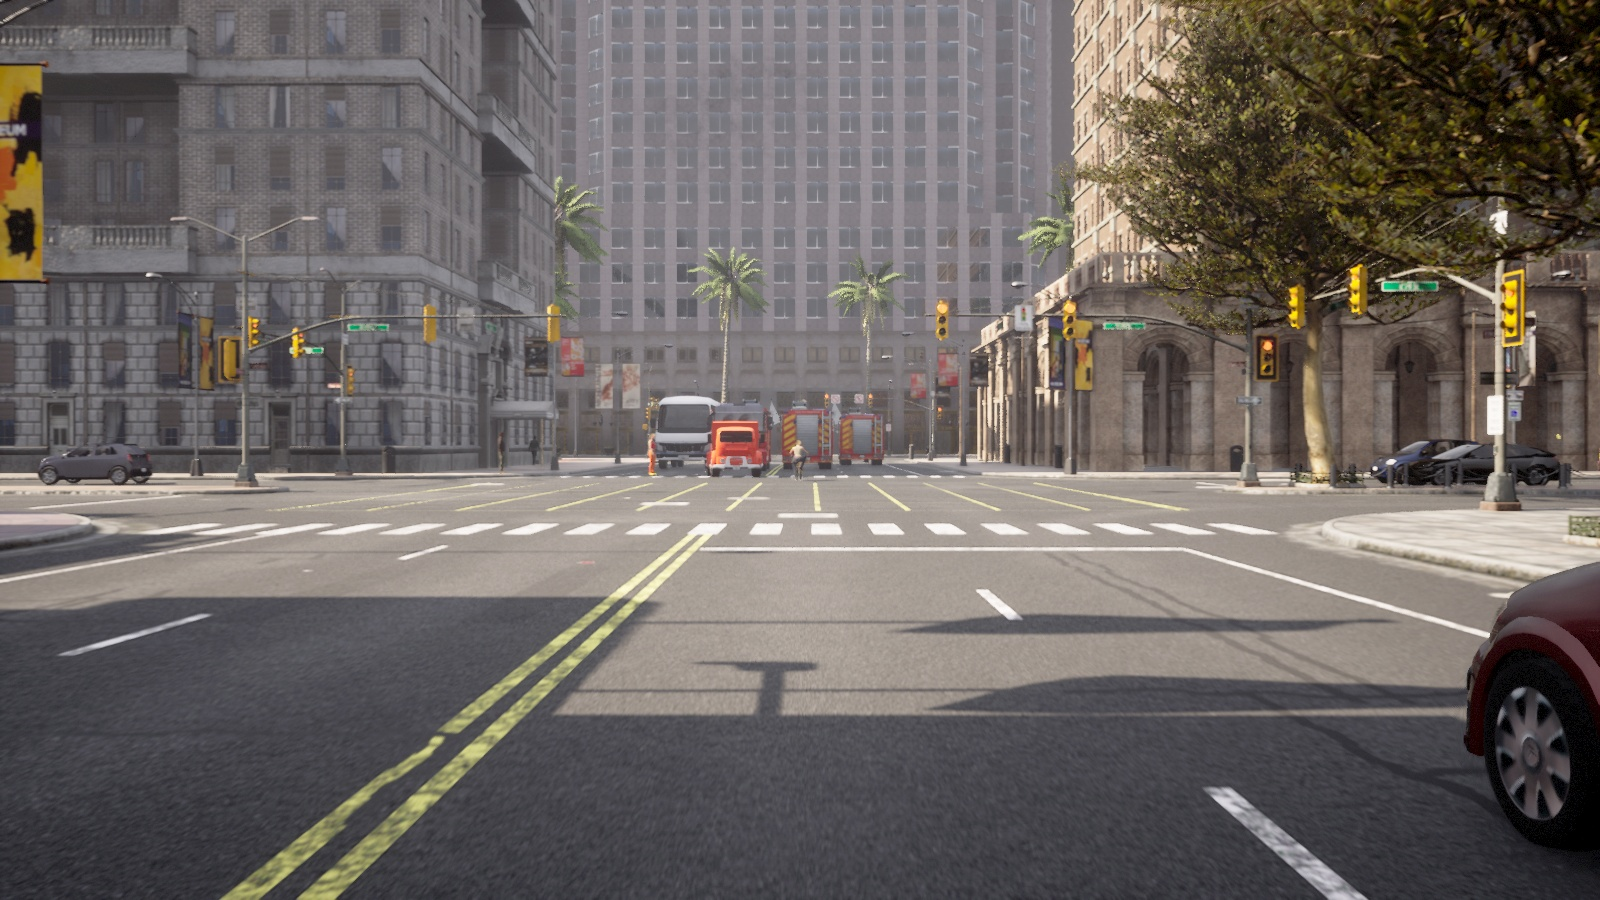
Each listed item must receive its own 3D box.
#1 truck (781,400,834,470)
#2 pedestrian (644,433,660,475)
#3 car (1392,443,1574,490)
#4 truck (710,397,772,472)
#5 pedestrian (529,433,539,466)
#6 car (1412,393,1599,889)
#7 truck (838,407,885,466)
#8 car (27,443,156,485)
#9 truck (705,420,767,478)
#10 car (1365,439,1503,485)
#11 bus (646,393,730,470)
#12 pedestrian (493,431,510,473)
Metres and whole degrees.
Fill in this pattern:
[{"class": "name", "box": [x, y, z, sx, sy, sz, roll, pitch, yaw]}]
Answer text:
[{"class": "truck", "box": [0.436, -0.831, 73.244, 2.891, 3.827, 8.468, 0, 0, 0]}, {"class": "pedestrian", "box": [-6.459, 0.173, 54.857, 0.594, 1.836, 0.345, 0, 0, 18]}, {"class": "car", "box": [22.416, 0.531, 41.369, 4.792, 1.488, 2.163, 0, 0, 2]}, {"class": "truck", "box": [-3.102, -0.805, 68.225, 2.891, 3.827, 8.468, 0, 0, 0]}, {"class": "pedestrian", "box": [-16.083, -0.037, 75.896, 0.423, 1.949, 0.788, 0, 0, 0]}, {"class": "car", "box": [3.535, 0.628, 3.371, 1.851, 1.617, 3.988, 0, 0, 0]}, {"class": "truck", "box": [4.127, -0.900, 86.015, 2.891, 3.827, 8.468, 0, 0, 1]}, {"class": "car", "box": [-25.594, 0.484, 45.459, 3.633, 1.501, 1.845, 0, 0, 1]}, {"class": "truck", "box": [-2.920, -0.051, 56.168, 2.627, 2.467, 5.204, 0, 0, -4]}, {"class": "car", "box": [22.609, 0.410, 44.899, 3.988, 1.617, 1.851, 0, 0, 1]}, {"class": "bus", "box": [-6.541, -1.059, 75.270, 3.944, 4.253, 10.273, 0, 0, 1]}, {"class": "pedestrian", "box": [-13.120, 0.081, 55.212, 0.703, 1.840, 0.431, 0, 0, -5]}]
